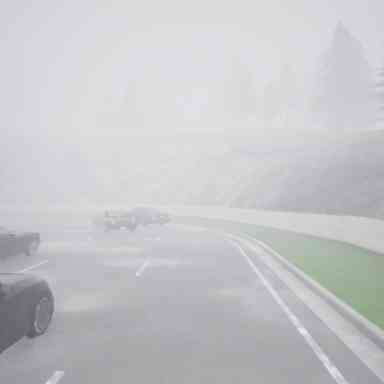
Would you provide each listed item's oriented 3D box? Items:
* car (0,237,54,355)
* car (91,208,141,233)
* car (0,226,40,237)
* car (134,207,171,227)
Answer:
[{"bbox_3d":[-3.304,1.570,3.800,1.812,1.442,4.674,0,-1,1],"label":"car"},{"bbox_3d":[-5.187,1.862,21.668,1.895,1.301,4.718,1,-1,-29],"label":"car"},{"bbox_3d":[-6.722,1.725,10.653,1.895,1.301,4.718,0,-1,0],"label":"car"},{"bbox_3d":[-3.871,1.860,25.695,2.033,1.411,5.357,1,-1,-42],"label":"car"}]
